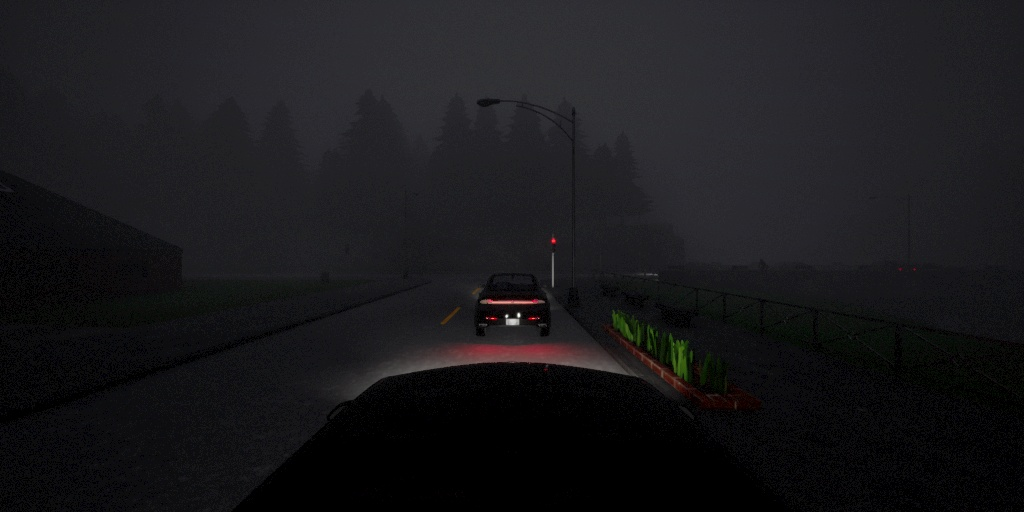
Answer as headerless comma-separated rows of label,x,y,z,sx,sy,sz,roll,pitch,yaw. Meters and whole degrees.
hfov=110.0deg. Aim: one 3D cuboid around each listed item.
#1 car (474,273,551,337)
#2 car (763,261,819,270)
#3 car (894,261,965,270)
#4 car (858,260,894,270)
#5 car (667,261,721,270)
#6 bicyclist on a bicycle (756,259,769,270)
car,0.021,1.241,10.328,2.128,1.511,4.902,0,0,0
car,29.869,1.297,38.723,5.357,1.411,2.033,0,0,0
car,40.455,1.351,34.598,4.718,1.301,1.895,0,0,0
car,40.337,1.227,38.676,5.008,1.535,1.882,0,0,0
car,19.570,1.297,38.749,5.357,1.411,2.033,0,0,0
bicyclist on a bicycle,21.215,1.099,30.347,0.582,1.620,1.656,0,0,0
